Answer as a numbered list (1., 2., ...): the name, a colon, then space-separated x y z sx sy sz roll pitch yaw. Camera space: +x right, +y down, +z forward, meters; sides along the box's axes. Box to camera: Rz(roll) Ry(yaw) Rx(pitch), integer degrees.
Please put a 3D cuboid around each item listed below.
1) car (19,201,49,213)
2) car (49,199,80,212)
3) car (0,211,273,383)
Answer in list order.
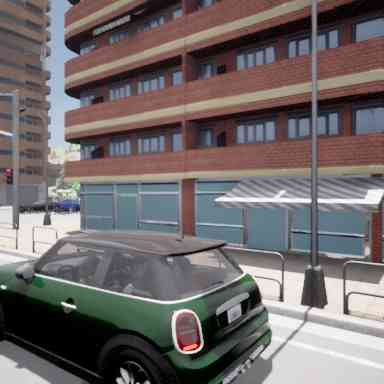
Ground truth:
1. car: -16.269 1.587 35.696 1.895 1.301 4.718 0 0 36
2. car: -12.069 1.465 35.205 1.882 1.535 5.008 0 0 36
3. car: -1.261 1.351 4.892 4.553 1.767 2.097 0 0 36
